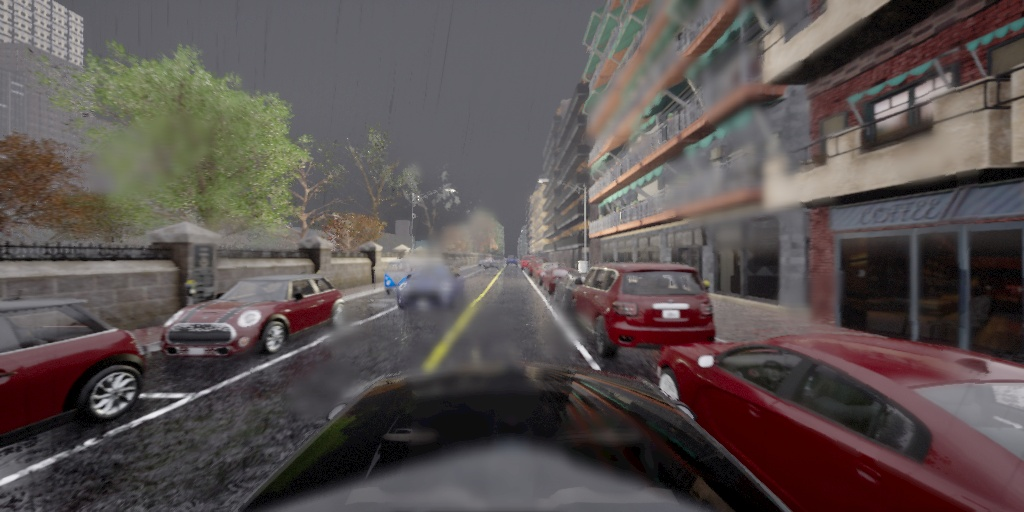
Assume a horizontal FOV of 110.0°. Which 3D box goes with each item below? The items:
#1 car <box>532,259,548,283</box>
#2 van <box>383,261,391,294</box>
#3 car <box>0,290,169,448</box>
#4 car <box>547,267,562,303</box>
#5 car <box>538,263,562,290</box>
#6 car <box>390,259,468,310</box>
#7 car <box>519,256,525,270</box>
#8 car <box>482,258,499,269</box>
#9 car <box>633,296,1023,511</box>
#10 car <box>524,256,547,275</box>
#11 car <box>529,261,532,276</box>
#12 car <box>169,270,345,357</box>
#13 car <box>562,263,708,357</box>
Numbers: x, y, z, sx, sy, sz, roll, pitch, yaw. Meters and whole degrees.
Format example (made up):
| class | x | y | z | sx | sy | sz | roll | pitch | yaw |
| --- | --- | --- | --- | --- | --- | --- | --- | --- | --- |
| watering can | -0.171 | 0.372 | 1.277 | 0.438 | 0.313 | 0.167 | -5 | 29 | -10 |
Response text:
| class | x | y | z | sx | sy | sz | roll | pitch | yaw |
| --- | --- | --- | --- | --- | --- | --- | --- | --- | --- |
| car | 2.695 | 1.199 | 25.353 | 1.967 | 1.591 | 4.097 | 0 | 0 | 0 |
| van | -5.687 | 1.097 | 19.725 | 1.690 | 1.789 | 3.998 | 0 | 0 | 0 |
| car | -5.689 | 1.190 | 2.836 | 1.967 | 1.591 | 4.097 | 0 | 0 | 0 |
| car | 2.693 | 1.303 | 14.094 | 2.007 | 1.370 | 4.403 | 0 | 0 | 0 |
| car | 2.694 | 1.301 | 19.724 | 1.888 | 1.381 | 4.507 | 0 | 0 | 0 |
| car | -3.097 | 1.105 | 14.743 | 2.097 | 1.767 | 4.553 | 0 | 0 | 0 |
| car | 2.401 | 1.023 | 52.355 | 2.150 | 2.045 | 5.566 | 0 | 0 | 0 |
| car | -3.051 | 1.363 | 55.448 | 1.994 | 1.385 | 4.181 | 0 | 0 | 0 |
| car | 2.691 | 1.295 | 2.834 | 1.888 | 1.381 | 4.507 | 0 | 0 | 0 |
| car | 2.696 | 1.087 | 36.613 | 2.192 | 1.841 | 5.009 | 0 | 0 | 0 |
| car | 2.696 | 1.347 | 30.984 | 1.802 | 1.307 | 4.207 | 0 | 0 | 0 |
| car | -5.688 | 1.191 | 8.465 | 1.967 | 1.591 | 4.097 | 0 | 0 | 0 |
| car | 2.693 | 1.066 | 8.464 | 2.192 | 1.841 | 5.009 | 0 | 0 | 0 |
